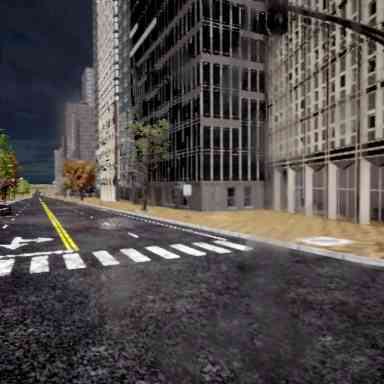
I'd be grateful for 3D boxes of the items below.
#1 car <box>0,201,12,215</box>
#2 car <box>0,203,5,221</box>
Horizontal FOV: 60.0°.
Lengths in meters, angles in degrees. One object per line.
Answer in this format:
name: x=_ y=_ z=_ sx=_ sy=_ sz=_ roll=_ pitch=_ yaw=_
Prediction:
car: x=-21.316 y=1.802 z=37.092 sx=2.128 sy=1.511 sz=4.902 roll=-1 pitch=0 yaw=-25
car: x=-15.997 y=1.796 z=25.641 sx=1.994 sy=1.385 sz=4.181 roll=-1 pitch=0 yaw=-25
